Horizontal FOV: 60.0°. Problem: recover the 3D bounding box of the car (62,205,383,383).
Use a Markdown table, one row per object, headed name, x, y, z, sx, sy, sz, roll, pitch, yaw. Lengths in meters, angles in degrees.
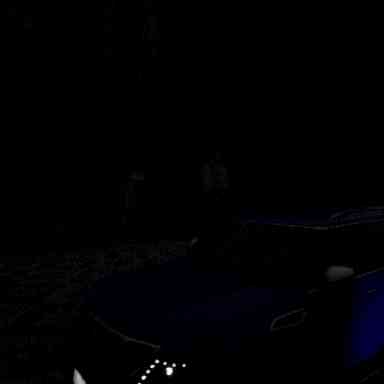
| name | x | y | z | sx | sy | sz | roll | pitch | yaw |
| --- | --- | --- | --- | --- | --- | --- | --- | --- | --- |
| car | 1.338 | 1.226 | 4.328 | 5.566 | 2.045 | 2.150 | 0 | 0 | -35 |
